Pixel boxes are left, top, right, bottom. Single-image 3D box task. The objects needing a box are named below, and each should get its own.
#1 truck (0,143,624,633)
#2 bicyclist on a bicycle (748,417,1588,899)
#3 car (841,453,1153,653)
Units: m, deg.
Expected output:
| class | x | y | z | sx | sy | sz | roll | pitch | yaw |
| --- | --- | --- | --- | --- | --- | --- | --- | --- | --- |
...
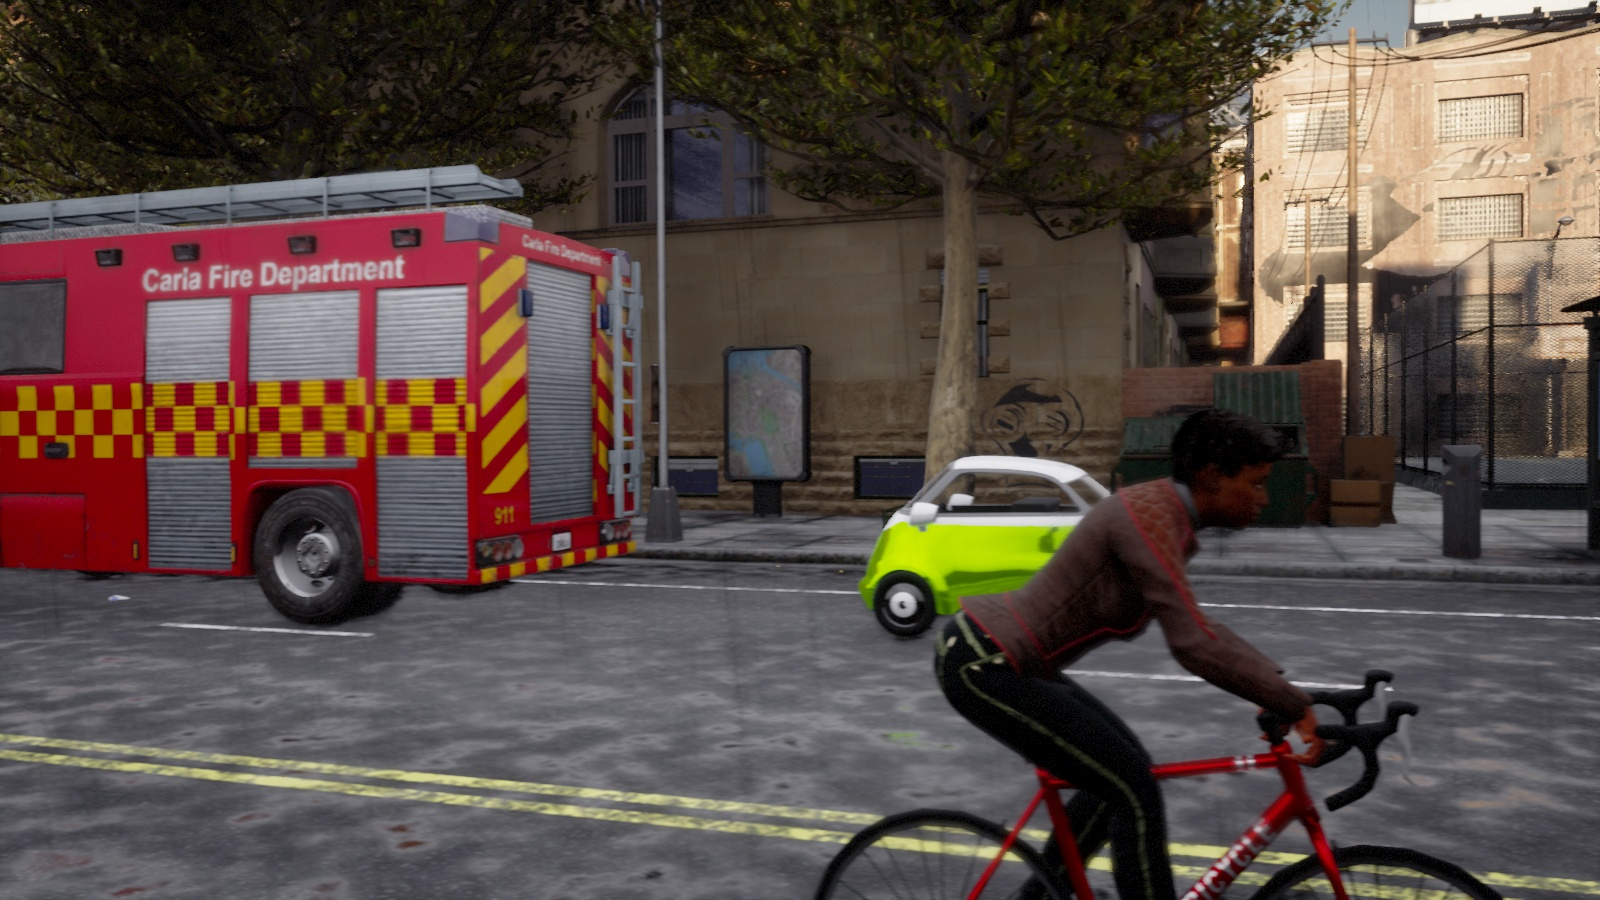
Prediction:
| class | x | y | z | sx | sy | sz | roll | pitch | yaw |
| --- | --- | --- | --- | --- | --- | --- | --- | --- | --- |
| truck | -6.242 | -0.520 | 12.535 | 8.468 | 3.827 | 2.891 | 0 | 1 | 19 |
| bicyclist on a bicycle | 0.759 | 0.740 | 2.869 | 1.656 | 1.620 | 0.582 | 0 | 1 | 17 |
| car | 1.609 | 0.737 | 9.990 | 2.207 | 1.376 | 1.481 | 1 | 1 | 19 |
